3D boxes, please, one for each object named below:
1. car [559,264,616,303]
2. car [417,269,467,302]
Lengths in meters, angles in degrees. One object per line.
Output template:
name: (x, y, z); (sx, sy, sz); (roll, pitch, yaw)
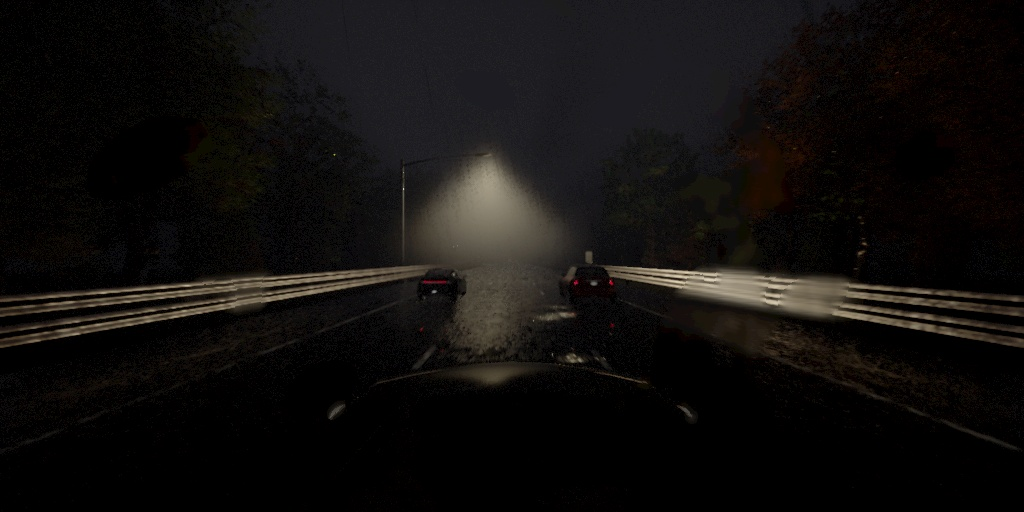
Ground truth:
car: (3.596, 1.239, 17.865); (2.097, 1.767, 4.553); (0, 0, 0)
car: (-3.405, 1.381, 18.102); (2.128, 1.511, 4.902); (0, 0, 0)
